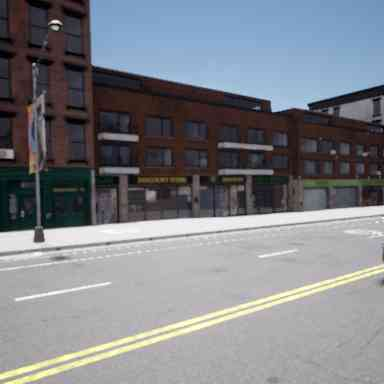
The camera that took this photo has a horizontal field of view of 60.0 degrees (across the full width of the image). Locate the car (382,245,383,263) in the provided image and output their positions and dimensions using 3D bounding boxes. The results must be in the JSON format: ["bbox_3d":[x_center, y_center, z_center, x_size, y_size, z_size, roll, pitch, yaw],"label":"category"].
[{"bbox_3d":[7.057,1.126,8.507,5.566,2.045,2.150,-1,0,-36],"label":"car"}]
